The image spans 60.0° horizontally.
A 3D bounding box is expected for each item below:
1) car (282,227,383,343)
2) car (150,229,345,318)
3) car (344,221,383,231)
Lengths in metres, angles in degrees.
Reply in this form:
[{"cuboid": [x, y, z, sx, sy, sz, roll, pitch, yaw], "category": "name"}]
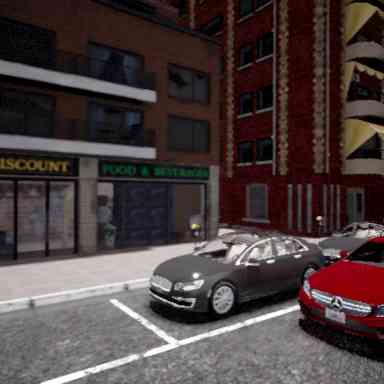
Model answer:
[{"cuboid": [3.995, 1.574, 6.232, 4.674, 1.442, 1.812, 1, 0, -36], "category": "car"}, {"cuboid": [1.182, 1.588, 7.407, 4.403, 1.369, 2.008, 0, 0, -36], "category": "car"}, {"cuboid": [5.780, 1.628, 10.687, 4.403, 1.369, 2.008, 0, 0, -36], "category": "car"}]
